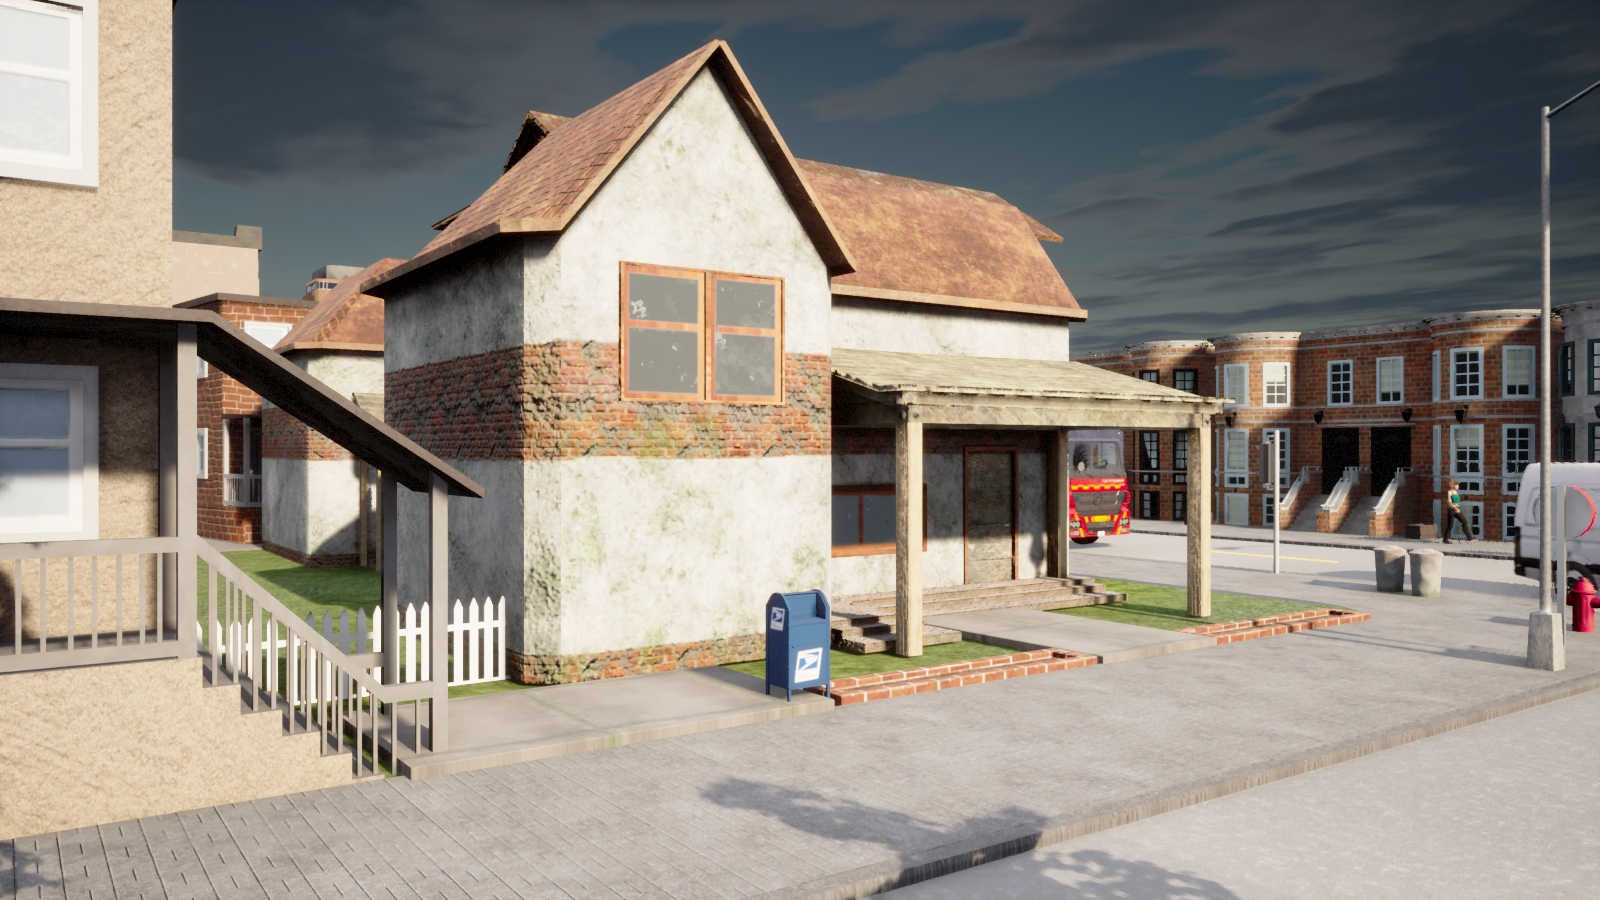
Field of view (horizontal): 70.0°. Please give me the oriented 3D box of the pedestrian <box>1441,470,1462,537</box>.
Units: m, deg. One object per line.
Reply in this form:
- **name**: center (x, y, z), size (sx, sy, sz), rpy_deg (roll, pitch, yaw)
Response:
- **pedestrian**: center (18.429, 1.511, 32.319), size (0.375, 1.860, 0.375), rpy_deg (0, 0, -28)

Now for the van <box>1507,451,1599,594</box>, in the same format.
- **van**: center (15.812, 1.304, 19.854), size (1.988, 2.561, 5.915), rpy_deg (0, 0, -24)
